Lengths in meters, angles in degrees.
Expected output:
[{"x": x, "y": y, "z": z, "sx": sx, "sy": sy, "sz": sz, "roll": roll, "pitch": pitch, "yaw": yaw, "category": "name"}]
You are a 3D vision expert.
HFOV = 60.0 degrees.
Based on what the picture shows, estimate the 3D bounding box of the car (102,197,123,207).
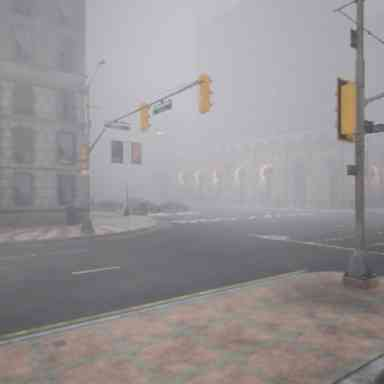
[{"x": -13.087, "y": 1.567, "z": 54.351, "sx": 1.812, "sy": 1.442, "sz": 4.674, "roll": 0, "pitch": 0, "yaw": -35, "category": "car"}]

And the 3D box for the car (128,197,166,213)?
[{"x": -5.098, "y": 1.598, "z": 37.075, "sx": 1.994, "sy": 1.385, "sz": 4.181, "roll": 0, "pitch": 0, "yaw": -36, "category": "car"}]

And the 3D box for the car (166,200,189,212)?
[{"x": -2.165, "y": 1.605, "z": 38.994, "sx": 1.994, "sy": 1.385, "sz": 4.181, "roll": 0, "pitch": 0, "yaw": -36, "category": "car"}]

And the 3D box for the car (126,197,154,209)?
[{"x": -7.288, "y": 1.546, "z": 46.130, "sx": 1.837, "sy": 1.490, "sz": 4.892, "roll": 0, "pitch": 0, "yaw": -35, "category": "car"}]

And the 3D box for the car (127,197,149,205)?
[{"x": -10.257, "y": 1.603, "z": 62.618, "sx": 2.033, "sy": 1.411, "sz": 5.357, "roll": 0, "pitch": 0, "yaw": -35, "category": "car"}]

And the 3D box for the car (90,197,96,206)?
[{"x": -16.972, "y": 1.539, "z": 53.800, "sx": 1.837, "sy": 1.490, "sz": 4.892, "roll": 0, "pitch": 0, "yaw": -35, "category": "car"}]

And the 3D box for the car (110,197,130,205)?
[{"x": -13.132, "y": 1.649, "z": 60.621, "sx": 1.895, "sy": 1.301, "sz": 4.718, "roll": 0, "pitch": 0, "yaw": -35, "category": "car"}]

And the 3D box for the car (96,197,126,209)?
[{"x": -10.964, "y": 1.635, "z": 45.259, "sx": 1.895, "sy": 1.301, "sz": 4.718, "roll": 0, "pitch": 0, "yaw": -35, "category": "car"}]
